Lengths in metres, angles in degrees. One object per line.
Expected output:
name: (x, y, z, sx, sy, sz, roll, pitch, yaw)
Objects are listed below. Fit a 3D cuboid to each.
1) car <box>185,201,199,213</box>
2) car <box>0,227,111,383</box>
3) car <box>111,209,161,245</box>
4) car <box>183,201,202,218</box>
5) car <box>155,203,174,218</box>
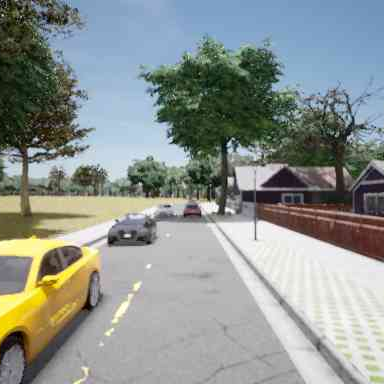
car: (0.000, 2.023, 46.003, 1.837, 1.490, 4.892, 0, 0, 0)
car: (-2.869, 1.543, 5.195, 1.882, 1.535, 5.008, 0, -1, 0)
car: (-2.862, 1.769, 16.714, 1.994, 1.385, 4.181, 0, -1, 0)
car: (0.061, 1.986, 36.042, 1.994, 1.385, 4.181, 0, -1, 1)
car: (-2.883, 1.940, 35.310, 1.812, 1.442, 4.674, 0, -1, 0)
